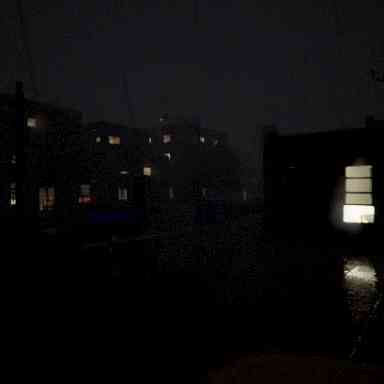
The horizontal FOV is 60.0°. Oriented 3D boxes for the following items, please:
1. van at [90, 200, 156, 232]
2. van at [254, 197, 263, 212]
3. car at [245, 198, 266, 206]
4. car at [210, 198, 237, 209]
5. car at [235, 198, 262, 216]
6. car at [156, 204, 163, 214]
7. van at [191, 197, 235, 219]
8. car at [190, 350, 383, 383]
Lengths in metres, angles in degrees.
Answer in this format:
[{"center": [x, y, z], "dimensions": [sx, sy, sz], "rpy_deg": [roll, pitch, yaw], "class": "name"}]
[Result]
[{"center": [-4.397, 1.420, 20.717], "dimensions": [1.690, 1.788, 3.998], "rpy_deg": [0, 0, 35], "class": "van"}, {"center": [8.301, 1.482, 38.789], "dimensions": [1.690, 1.788, 3.998], "rpy_deg": [0, 0, 35], "class": "van"}, {"center": [10.976, 1.687, 57.176], "dimensions": [1.887, 1.381, 4.507], "rpy_deg": [0, 0, 35], "class": "car"}, {"center": [4.628, 1.650, 48.141], "dimensions": [1.887, 1.381, 4.507], "rpy_deg": [0, 0, 35], "class": "car"}, {"center": [5.125, 1.669, 34.271], "dimensions": [1.887, 1.381, 4.507], "rpy_deg": [0, 0, 35], "class": "car"}, {"center": [-4.993, 1.580, 34.446], "dimensions": [1.752, 1.417, 4.829], "rpy_deg": [0, 0, 35], "class": "car"}, {"center": [1.952, 1.449, 29.754], "dimensions": [1.690, 1.788, 3.998], "rpy_deg": [0, 0, 35], "class": "van"}, {"center": [1.908, 1.525, 1.506], "dimensions": [4.829, 1.417, 1.752], "rpy_deg": [0, 0, 36], "class": "car"}]
